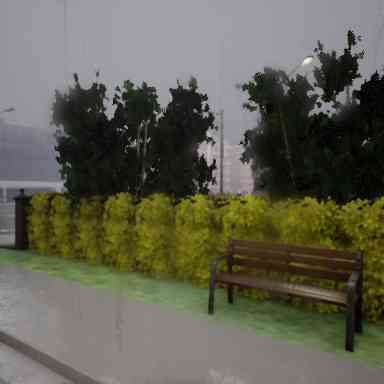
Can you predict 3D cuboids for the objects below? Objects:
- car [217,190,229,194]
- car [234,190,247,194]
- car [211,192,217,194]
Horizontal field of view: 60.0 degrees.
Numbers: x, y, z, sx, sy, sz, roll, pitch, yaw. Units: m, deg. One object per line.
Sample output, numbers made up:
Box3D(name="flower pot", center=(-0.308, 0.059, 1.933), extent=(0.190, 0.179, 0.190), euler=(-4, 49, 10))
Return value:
Box3D(name="car", center=(7.112, 0.276, 75.120), extent=(2.033, 1.411, 5.357), euler=(1, 1, 35))
Box3D(name="car", center=(10.657, 0.293, 74.078), extent=(1.812, 1.442, 4.674), euler=(1, 1, 35))
Box3D(name="car", center=(1.740, 0.204, 61.467), extent=(2.150, 2.045, 5.566), euler=(1, 2, 36))
